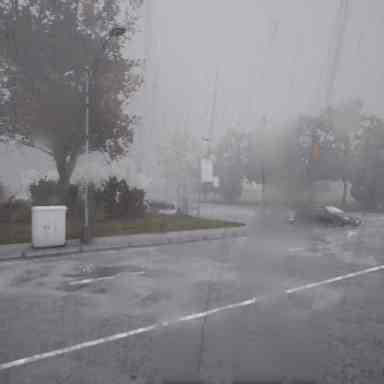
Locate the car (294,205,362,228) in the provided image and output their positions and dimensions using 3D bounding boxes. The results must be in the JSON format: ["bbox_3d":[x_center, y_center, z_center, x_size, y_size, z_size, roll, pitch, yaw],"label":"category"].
[{"bbox_3d":[9.305,1.630,23.135,1.812,1.442,4.674,0,0,-32],"label":"car"}]

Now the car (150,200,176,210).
[{"bbox_3d":[-3.970,1.684,44.029,1.895,1.301,4.718,0,0,-33],"label":"car"}]
